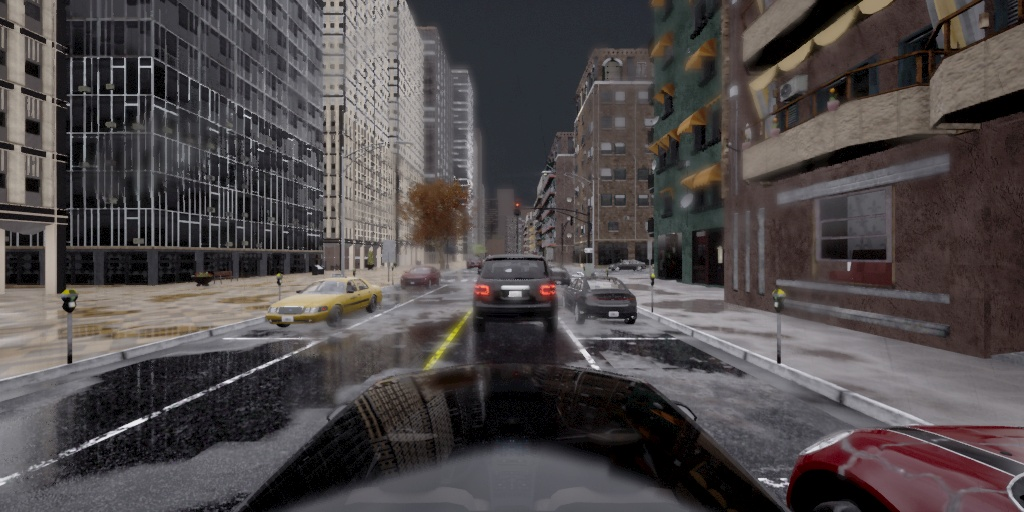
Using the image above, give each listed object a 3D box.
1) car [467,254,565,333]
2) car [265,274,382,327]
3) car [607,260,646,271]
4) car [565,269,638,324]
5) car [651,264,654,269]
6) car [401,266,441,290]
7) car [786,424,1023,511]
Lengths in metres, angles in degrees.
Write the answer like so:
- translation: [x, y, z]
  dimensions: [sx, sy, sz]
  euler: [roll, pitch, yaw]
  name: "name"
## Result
- translation: [0.093, 0.972, 10.942]
  dimensions: [2.150, 2.045, 5.566]
  euler: [0, 0, 0]
  name: "car"
- translation: [-5.689, 1.276, 11.498]
  dimensions: [1.751, 1.417, 4.829]
  euler: [0, 0, 0]
  name: "car"
- translation: [13.447, 1.109, 42.143]
  dimensions: [4.403, 1.370, 2.007]
  euler: [0, 0, -1]
  name: "car"
- translation: [2.692, 1.301, 11.664]
  dimensions: [2.007, 1.370, 4.403]
  euler: [0, 0, 0]
  name: "car"
- translation: [18.844, 1.006, 42.196]
  dimensions: [4.829, 1.417, 1.751]
  euler: [0, 0, -1]
  name: "car"
- translation: [-5.685, 1.299, 22.733]
  dimensions: [1.888, 1.381, 4.507]
  euler: [0, 0, 0]
  name: "car"
- translation: [2.688, 1.190, 0.600]
  dimensions: [1.967, 1.591, 4.097]
  euler: [0, 0, 0]
  name: "car"
